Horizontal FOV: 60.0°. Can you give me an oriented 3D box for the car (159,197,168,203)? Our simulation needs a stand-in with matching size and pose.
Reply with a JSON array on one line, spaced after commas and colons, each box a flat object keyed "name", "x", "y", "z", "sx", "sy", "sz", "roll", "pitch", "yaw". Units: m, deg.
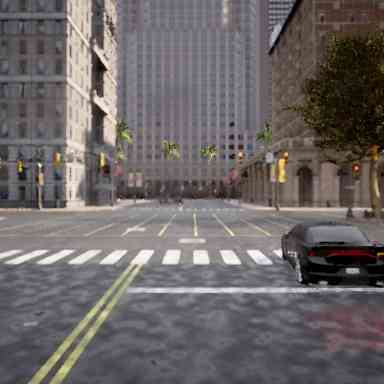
[{"name": "car", "x": -6.837, "y": 1.877, "z": 79.521, "sx": 2.128, "sy": 1.511, "sz": 4.902, "roll": 0, "pitch": 0, "yaw": 1}]

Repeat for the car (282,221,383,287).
[{"name": "car", "x": 3.773, "y": 1.558, "z": 9.564, "sx": 1.882, "sy": 1.535, "sz": 5.008, "roll": -1, "pitch": -1, "yaw": 8}]

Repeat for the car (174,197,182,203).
[{"name": "car", "x": -3.337, "y": 1.892, "z": 79.485, "sx": 2.033, "sy": 1.411, "sz": 5.357, "roll": 0, "pitch": 0, "yaw": 1}]
